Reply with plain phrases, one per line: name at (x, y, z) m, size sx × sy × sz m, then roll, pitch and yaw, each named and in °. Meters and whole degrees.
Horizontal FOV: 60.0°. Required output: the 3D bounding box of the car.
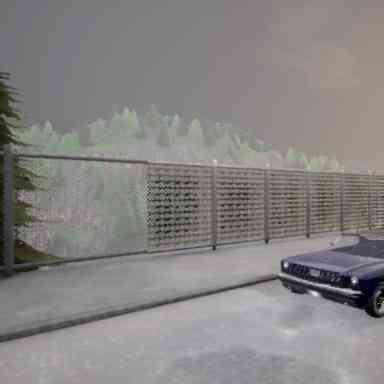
car at (4.097, 1.589, 7.487) m, size 4.718 × 1.301 × 1.895 m, roll 0°, pitch 0°, yaw -35°
